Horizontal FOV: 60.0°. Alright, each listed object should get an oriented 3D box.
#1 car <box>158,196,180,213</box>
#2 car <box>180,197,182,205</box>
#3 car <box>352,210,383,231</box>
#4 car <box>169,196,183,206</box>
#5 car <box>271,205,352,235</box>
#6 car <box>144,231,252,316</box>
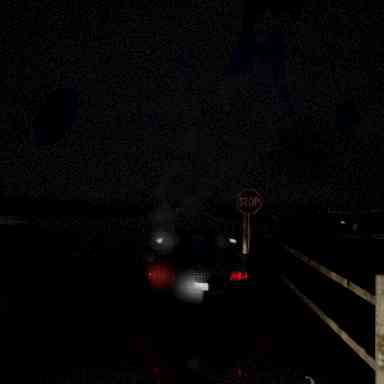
[{"bbox_3d":[-2.766,1.518,37.463,2.128,1.511,4.902,0,0,0],"label":"car"},{"bbox_3d":[-2.739,1.600,47.458,1.994,1.385,4.181,0,0,0],"label":"car"},{"bbox_3d":[12.641,2.058,23.786,4.892,1.490,1.837,2,0,-2],"label":"car"},{"bbox_3d":[-2.710,1.543,58.066,2.128,1.511,4.902,0,0,0],"label":"car"},{"bbox_3d":[7.445,1.694,21.394,4.553,1.767,2.097,3,0,15],"label":"car"},{"bbox_3d":[0.111,1.567,7.613,1.994,1.385,4.181,0,0,0],"label":"car"}]
